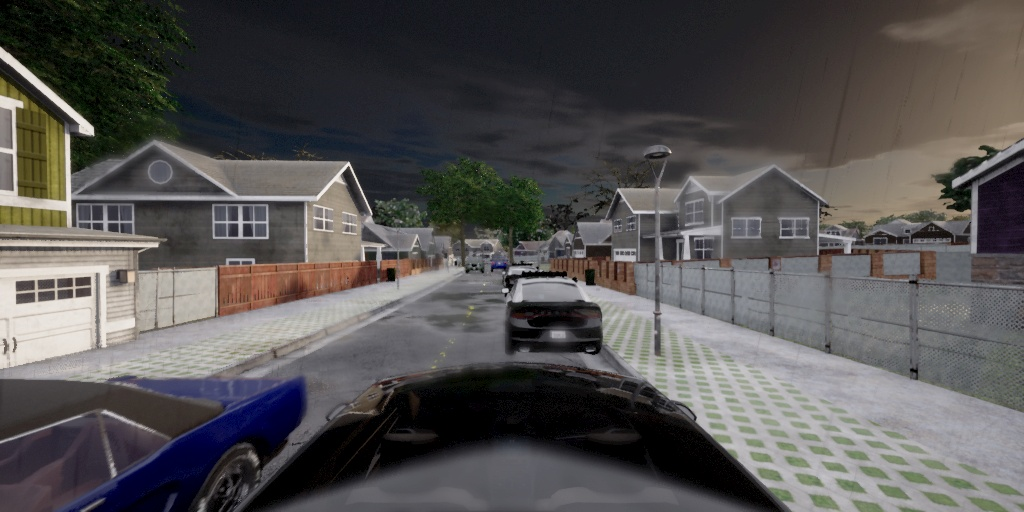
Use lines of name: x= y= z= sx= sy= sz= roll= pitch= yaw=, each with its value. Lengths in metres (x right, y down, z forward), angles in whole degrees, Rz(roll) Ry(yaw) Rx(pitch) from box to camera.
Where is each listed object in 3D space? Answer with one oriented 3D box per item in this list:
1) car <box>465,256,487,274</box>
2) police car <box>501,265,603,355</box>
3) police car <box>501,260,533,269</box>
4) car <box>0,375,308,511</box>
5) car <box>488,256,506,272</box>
car: x=-4.390 y=1.047 z=42.842 sx=2.150 sy=2.045 sz=5.566 roll=0 pitch=0 yaw=-3
police car: x=0.777 y=1.176 z=8.854 sx=1.930 sy=1.638 sz=5.238 roll=0 pitch=0 yaw=-1
police car: x=0.523 y=1.187 z=18.899 sx=1.930 sy=1.638 sz=5.238 roll=0 pitch=0 yaw=-2
car: x=-2.873 y=1.351 z=1.173 sx=1.895 sy=1.301 sz=4.718 roll=0 pitch=0 yaw=0
car: x=-1.706 y=1.055 z=47.464 sx=2.150 sy=2.045 sz=5.566 roll=0 pitch=0 yaw=-3
